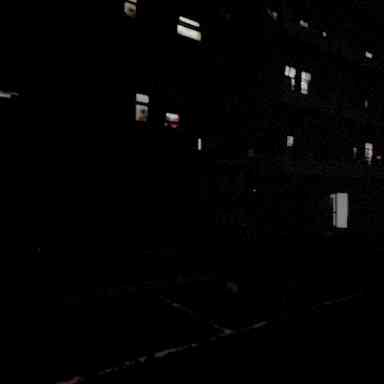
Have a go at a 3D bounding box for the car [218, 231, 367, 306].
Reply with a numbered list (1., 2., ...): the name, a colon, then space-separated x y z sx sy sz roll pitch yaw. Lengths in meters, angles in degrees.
1. car: 2.652 1.678 8.286 4.313 1.339 1.947 1 -1 -35
